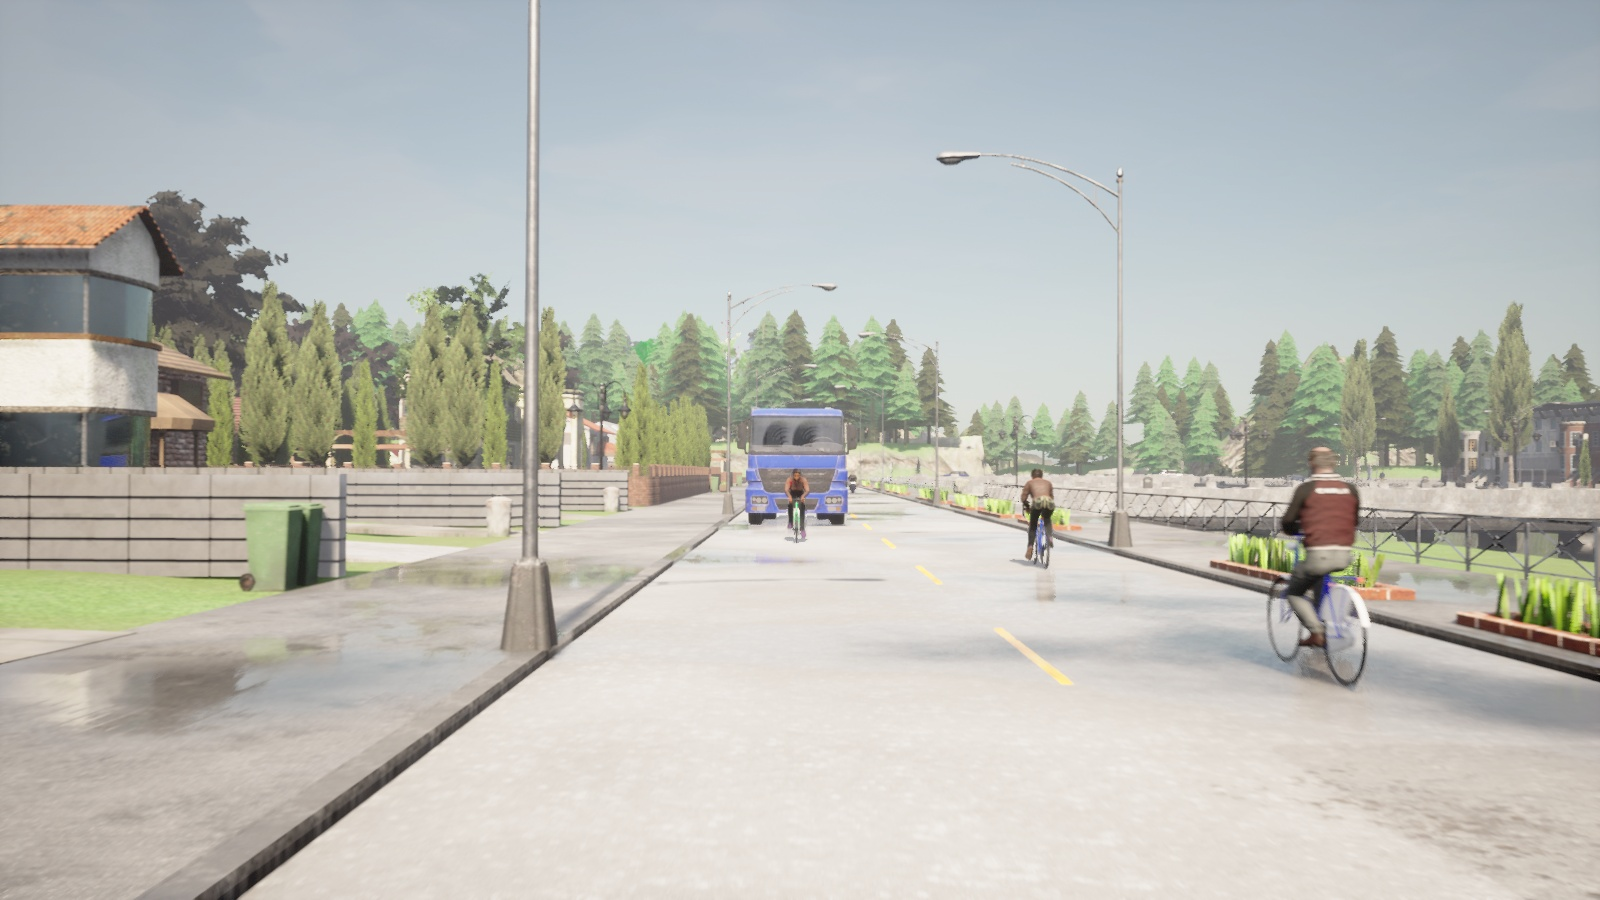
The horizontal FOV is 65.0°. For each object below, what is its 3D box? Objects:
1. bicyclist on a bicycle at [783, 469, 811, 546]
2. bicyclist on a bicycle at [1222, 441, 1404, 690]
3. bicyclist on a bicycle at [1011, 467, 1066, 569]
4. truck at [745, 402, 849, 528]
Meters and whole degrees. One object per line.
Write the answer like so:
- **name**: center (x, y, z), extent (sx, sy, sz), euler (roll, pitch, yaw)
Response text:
- **bicyclist on a bicycle**: center (-0.065, 1.225, 27.336), extent (0.582, 1.620, 1.656), euler (0, -1, 0)
- **bicyclist on a bicycle**: center (3.977, 0.835, 9.903), extent (0.659, 1.776, 1.843), euler (0, -1, 0)
- **bicyclist on a bicycle**: center (3.951, 1.101, 20.881), extent (0.582, 1.620, 1.656), euler (0, -1, 0)
- **truck**: center (-0.095, 0.482, 38.778), extent (2.891, 3.462, 7.936), euler (0, -1, 0)
